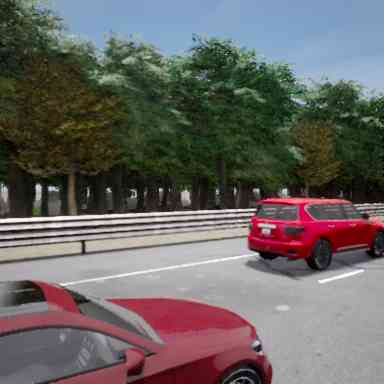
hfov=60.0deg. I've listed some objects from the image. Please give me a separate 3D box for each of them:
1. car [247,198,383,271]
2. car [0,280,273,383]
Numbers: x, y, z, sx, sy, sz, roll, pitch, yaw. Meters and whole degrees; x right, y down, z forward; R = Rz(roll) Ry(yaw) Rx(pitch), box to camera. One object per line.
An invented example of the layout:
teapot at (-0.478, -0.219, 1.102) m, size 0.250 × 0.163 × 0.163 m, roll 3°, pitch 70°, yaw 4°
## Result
car at (4.316, 1.222, 11.127) m, size 5.566 × 2.045 × 2.150 m, roll 0°, pitch 0°, yaw -36°
car at (-1.379, 1.526, 2.763) m, size 4.674 × 1.442 × 1.812 m, roll 0°, pitch 0°, yaw -36°
